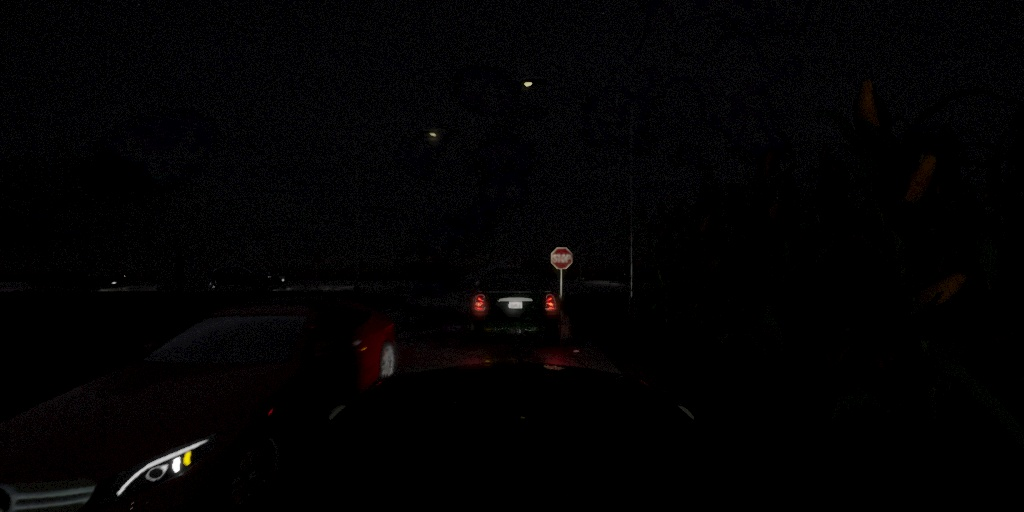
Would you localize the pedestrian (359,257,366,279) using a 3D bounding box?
[{"bbox_3d":[-12.252,0.983,29.271,0.375,1.860,0.375,0,2,0],"label":"pedestrian"}]

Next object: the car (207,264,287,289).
[{"bbox_3d":[-17.330,1.300,23.269,4.902,1.511,2.128,0,2,0],"label":"car"}]

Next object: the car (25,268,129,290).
[{"bbox_3d":[-27.985,1.436,23.207,4.718,1.301,1.895,0,2,0],"label":"car"}]

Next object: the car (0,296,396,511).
[{"bbox_3d":[-2.817,1.274,4.260,1.812,1.442,4.674,0,0,0],"label":"car"}]

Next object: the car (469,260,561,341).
[{"bbox_3d":[0.027,1.098,10.000,2.097,1.767,4.553,0,0,-1],"label":"car"}]

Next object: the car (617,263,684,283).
[{"bbox_3d":[10.124,1.249,26.392,4.674,1.442,1.812,0,2,0],"label":"car"}]
